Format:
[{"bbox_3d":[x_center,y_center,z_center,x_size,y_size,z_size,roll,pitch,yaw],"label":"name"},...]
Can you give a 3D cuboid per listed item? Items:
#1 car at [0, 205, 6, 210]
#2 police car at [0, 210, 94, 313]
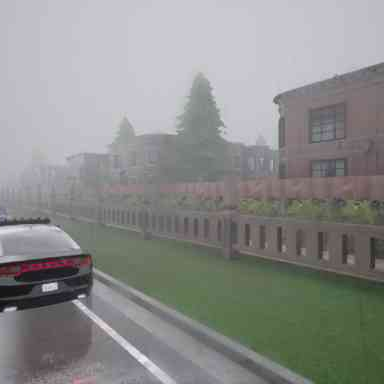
[{"bbox_3d":[-9.780,1.351,15.743,2.097,1.767,4.553,0,0,-36],"label":"car"},{"bbox_3d":[-3.958,1.425,7.785,1.930,1.638,5.238,0,0,-36],"label":"police car"}]
